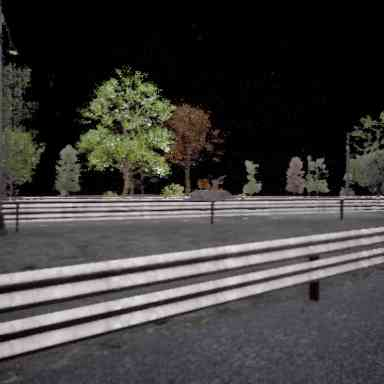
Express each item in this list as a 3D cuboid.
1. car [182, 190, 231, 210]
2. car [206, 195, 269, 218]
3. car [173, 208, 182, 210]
[{"bbox_3d":[2.330,0.879,29.021,5.566,2.045,2.150,0,0,-22],"label":"car"},{"bbox_3d":[3.795,1.191,25.829,4.674,1.442,1.812,0,0,-22],"label":"car"},{"bbox_3d":[0.827,1.214,32.171,5.357,1.411,2.033,0,0,-22],"label":"car"}]
